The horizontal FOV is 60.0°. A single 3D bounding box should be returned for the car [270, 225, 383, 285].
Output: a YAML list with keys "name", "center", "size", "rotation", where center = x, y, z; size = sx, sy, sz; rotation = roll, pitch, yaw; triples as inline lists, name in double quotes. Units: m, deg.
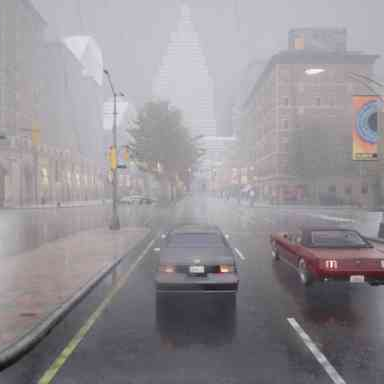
- name: "car"
  center: [3.590, 1.601, 9.442]
  size: [1.895, 1.301, 4.718]
  rotation: [0, 0, 0]

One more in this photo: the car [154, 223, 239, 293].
- name: "car"
  center: [0.091, 1.547, 8.958]
  size: [2.033, 1.411, 5.357]
  rotation: [0, 0, 0]

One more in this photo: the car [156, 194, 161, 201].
- name: "car"
  center: [-8.080, 1.524, 69.325]
  size: [1.812, 1.442, 4.674]
  rotation: [0, 0, 0]

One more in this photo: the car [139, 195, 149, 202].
- name: "car"
  center: [-11.593, 1.524, 80.849]
  size: [1.812, 1.442, 4.674]
  rotation: [0, 0, 0]

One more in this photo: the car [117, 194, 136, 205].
- name: "car"
  center: [-11.624, 1.526, 58.937]
  size: [1.812, 1.442, 4.674]
  rotation: [0, 0, 0]

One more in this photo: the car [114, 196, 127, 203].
- name: "car"
  center: [-14.829, 1.595, 69.203]
  size: [1.895, 1.301, 4.718]
  rotation: [0, 0, 0]

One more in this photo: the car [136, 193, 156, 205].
- name: "car"
  center: [-8.125, 1.491, 59.227]
  size: [2.128, 1.511, 4.902]
  rotation: [0, 0, 0]
